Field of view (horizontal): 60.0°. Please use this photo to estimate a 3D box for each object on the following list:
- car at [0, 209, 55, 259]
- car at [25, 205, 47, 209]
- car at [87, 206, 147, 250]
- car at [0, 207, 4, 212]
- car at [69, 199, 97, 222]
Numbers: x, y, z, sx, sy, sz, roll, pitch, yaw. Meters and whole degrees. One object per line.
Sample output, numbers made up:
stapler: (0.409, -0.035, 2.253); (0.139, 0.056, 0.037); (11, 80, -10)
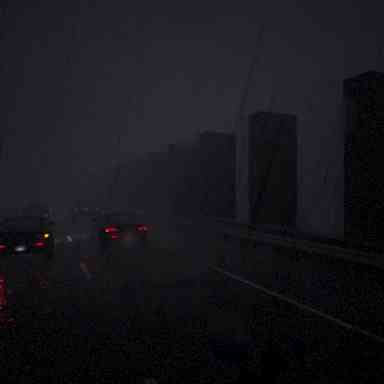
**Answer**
car: (-6.109, 1.560, 12.236); (1.812, 1.442, 4.674); (0, -1, -23)
car: (-11.296, 1.611, 24.068); (2.033, 1.411, 5.357); (0, 0, -23)
car: (-3.272, 1.546, 14.504); (1.812, 1.442, 4.674); (0, 0, -23)
car: (-15.809, 1.563, 25.750); (1.882, 1.535, 5.008); (0, 0, -23)
car: (-8.889, 1.405, 27.366); (2.097, 1.767, 4.553); (0, 0, -23)
